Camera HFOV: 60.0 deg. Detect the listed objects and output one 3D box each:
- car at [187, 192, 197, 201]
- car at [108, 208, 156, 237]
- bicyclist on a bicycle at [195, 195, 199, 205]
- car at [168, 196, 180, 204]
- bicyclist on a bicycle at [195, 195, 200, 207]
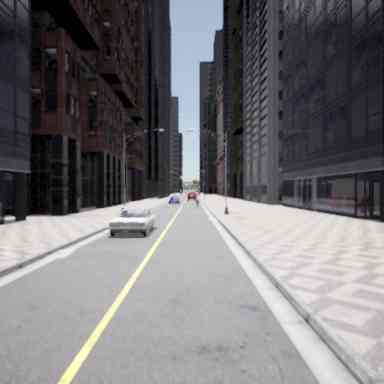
[{"bbox_3d":[-0.028,1.051,78.351,2.150,2.045,5.566,0,0,0],"label":"car"},{"bbox_3d":[-3.106,1.557,17.975,1.895,1.301,4.718,0,0,0],"label":"car"},{"bbox_3d":[0.807,1.330,54.654,0.582,1.620,1.656,0,0,0],"label":"bicyclist on a bicycle"},{"bbox_3d":[-3.067,1.395,58.462,1.812,1.442,4.674,0,0,1],"label":"car"},{"bbox_3d":[0.798,1.332,46.055,0.866,1.612,1.509,0,0,0],"label":"bicyclist on a bicycle"}]
